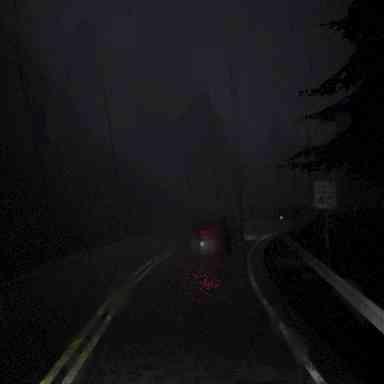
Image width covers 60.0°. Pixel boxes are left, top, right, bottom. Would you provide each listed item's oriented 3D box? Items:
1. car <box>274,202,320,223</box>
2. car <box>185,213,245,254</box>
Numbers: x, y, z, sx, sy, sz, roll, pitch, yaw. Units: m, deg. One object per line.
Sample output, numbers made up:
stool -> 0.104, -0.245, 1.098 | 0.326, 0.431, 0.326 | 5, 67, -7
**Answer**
car -> 8.395, 1.585, 26.376 | 4.892, 1.490, 1.837 | -3, -2, -43
car -> 1.107, 1.665, 14.450 | 1.837, 1.490, 4.892 | -2, 0, 17
